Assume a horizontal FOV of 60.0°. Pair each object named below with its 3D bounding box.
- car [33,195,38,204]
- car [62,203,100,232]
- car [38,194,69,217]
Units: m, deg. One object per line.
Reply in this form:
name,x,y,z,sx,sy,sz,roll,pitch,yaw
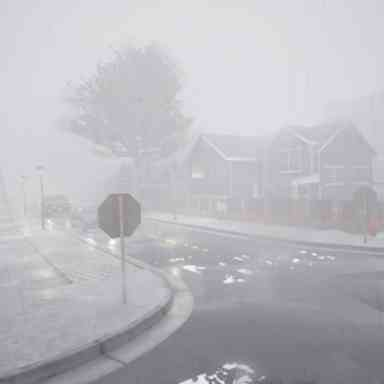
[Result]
car,-20.885,1.028,46.216,2.097,1.767,4.553,-3,1,-28
car,-6.516,1.614,21.262,2.033,1.411,5.357,-3,2,-32
car,-13.482,1.281,32.815,2.150,2.045,5.566,-3,1,-30
